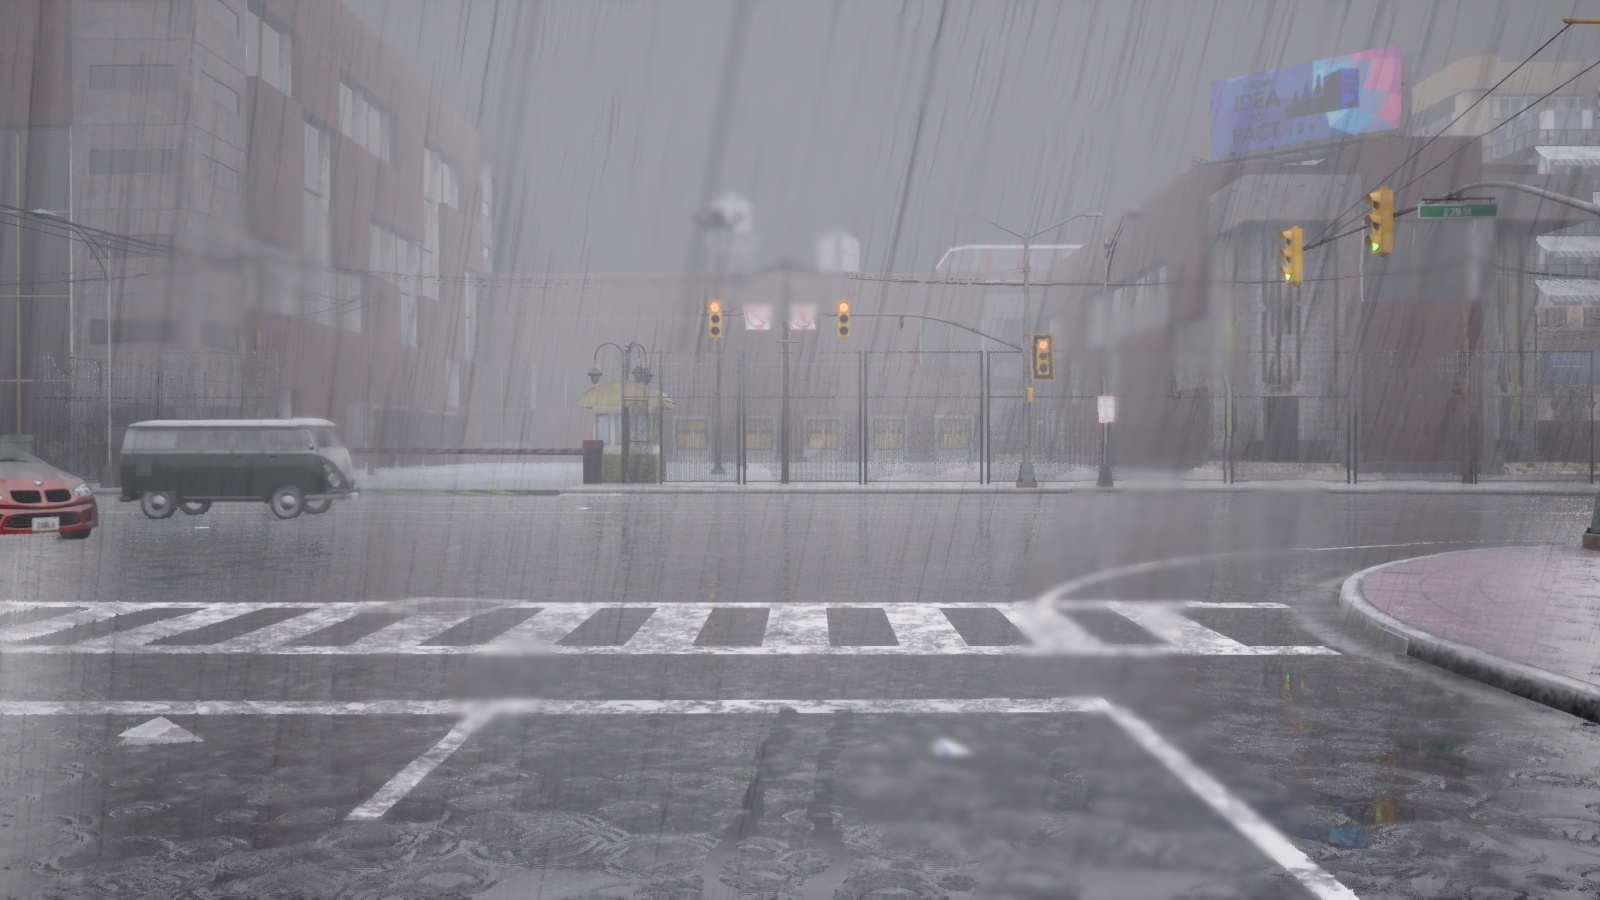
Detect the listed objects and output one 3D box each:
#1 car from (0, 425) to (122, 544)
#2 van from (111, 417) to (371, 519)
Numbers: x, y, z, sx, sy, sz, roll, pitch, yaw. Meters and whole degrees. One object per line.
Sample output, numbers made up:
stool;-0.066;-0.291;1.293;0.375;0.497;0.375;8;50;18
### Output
car;-12.924;0.472;19.250;4.611;1.667;2.242;0;0;27
van;-11.186;0.347;25.327;4.442;1.987;1.775;0;0;0
